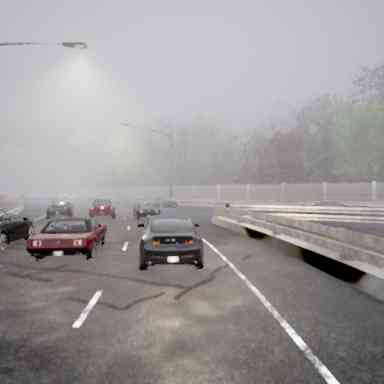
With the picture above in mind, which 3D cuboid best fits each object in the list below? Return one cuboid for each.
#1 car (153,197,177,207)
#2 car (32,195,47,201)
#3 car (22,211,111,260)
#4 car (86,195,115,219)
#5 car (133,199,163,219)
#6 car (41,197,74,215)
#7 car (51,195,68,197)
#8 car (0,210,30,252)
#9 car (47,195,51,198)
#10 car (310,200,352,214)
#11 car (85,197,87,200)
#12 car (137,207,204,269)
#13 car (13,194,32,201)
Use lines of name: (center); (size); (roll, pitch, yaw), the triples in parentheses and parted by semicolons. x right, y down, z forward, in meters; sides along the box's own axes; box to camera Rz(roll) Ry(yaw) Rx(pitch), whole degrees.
car: (-3.552, 1.287, 37.529); (1.837, 1.490, 4.892); (0, 0, -40)
car: (-36.106, 1.415, 77.090); (4.181, 1.385, 1.994); (0, 0, 43)
car: (-4.377, 1.598, 12.430); (1.895, 1.301, 4.718); (0, 0, -7)
car: (-7.897, 1.340, 29.256); (2.097, 1.767, 4.553); (0, 0, -15)
car: (-3.999, 1.583, 28.470); (1.895, 1.301, 4.718); (0, 0, -15)
car: (-11.440, 1.489, 29.027); (2.128, 1.511, 4.902); (0, 0, -16)
car: (-29.259, 1.285, 74.975); (1.882, 1.535, 5.008); (0, 0, -42)
car: (-8.094, 1.496, 13.686); (2.128, 1.511, 4.902); (0, 0, -7)
car: (-33.235, 1.393, 79.256); (4.674, 1.442, 1.812); (0, 0, 43)
car: (9.950, 1.294, 24.761); (4.674, 1.442, 1.812); (0, 0, 36)
car: (-17.819, 1.274, 59.918); (1.882, 1.535, 5.008); (0, 0, -32)
car: (-0.757, 1.497, 11.141); (1.837, 1.490, 4.892); (0, 1, -6)
car: (-38.543, 1.226, 74.578); (4.553, 1.767, 2.097); (0, 0, 43)
